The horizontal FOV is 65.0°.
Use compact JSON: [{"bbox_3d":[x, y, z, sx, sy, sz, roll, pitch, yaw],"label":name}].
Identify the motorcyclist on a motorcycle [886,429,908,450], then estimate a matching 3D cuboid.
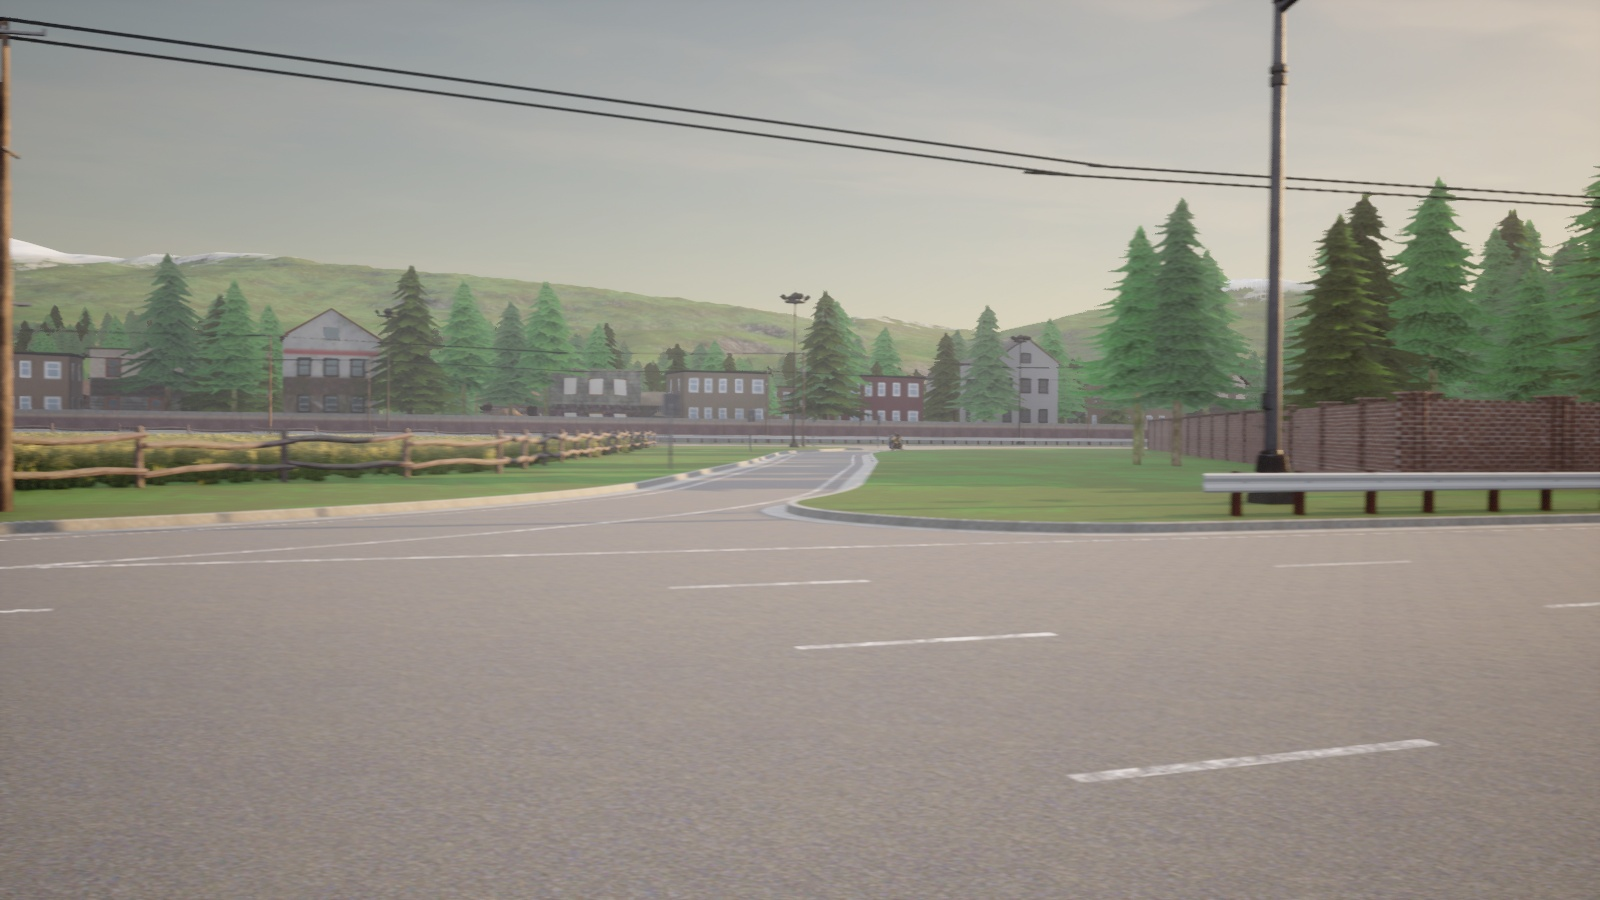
[{"bbox_3d":[7.430,-0.816,96.064,0.866,1.530,2.191,0,1,29],"label":"motorcyclist on a motorcycle"}]
